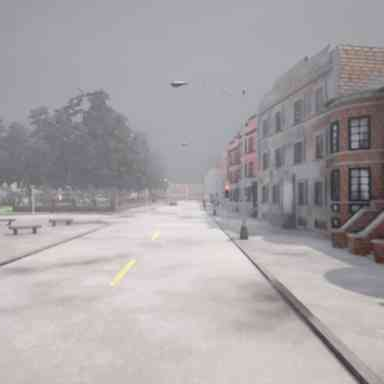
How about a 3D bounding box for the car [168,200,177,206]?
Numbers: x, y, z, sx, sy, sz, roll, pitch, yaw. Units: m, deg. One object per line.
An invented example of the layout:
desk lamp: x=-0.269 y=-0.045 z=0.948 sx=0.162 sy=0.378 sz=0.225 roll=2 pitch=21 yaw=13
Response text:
car: x=-4.151 y=2.552 z=72.953 sx=2.033 sy=1.411 sz=5.357 roll=0 pitch=-1 yaw=0
